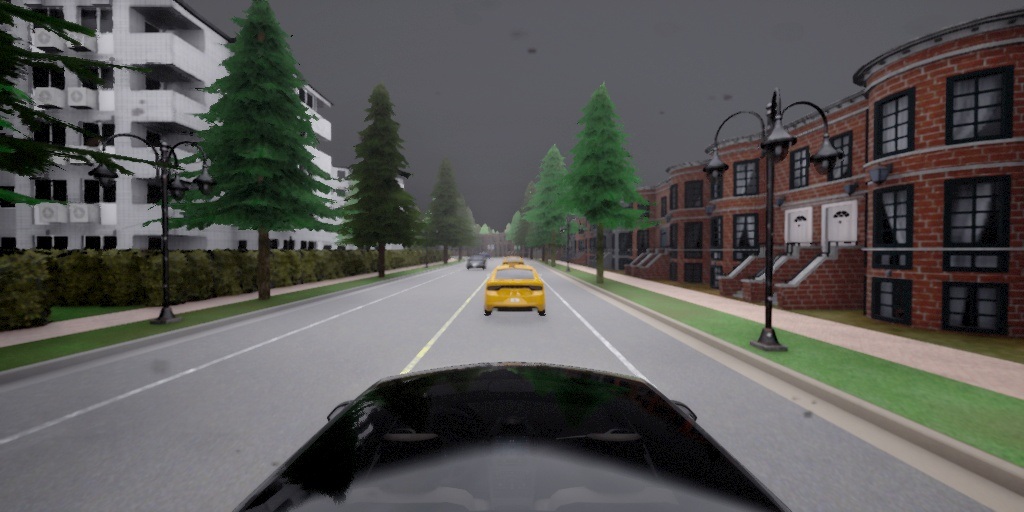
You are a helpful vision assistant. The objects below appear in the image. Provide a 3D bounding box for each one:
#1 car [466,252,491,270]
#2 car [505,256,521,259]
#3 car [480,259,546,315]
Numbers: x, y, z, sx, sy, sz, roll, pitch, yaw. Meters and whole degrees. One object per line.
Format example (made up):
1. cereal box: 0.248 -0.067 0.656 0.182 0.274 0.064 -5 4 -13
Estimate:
1. car: -3.590 0.673 37.163 2.128 1.511 4.902 0 1 0
2. car: 0.099 0.755 31.181 1.882 1.535 5.008 0 1 0
3. car: 0.091 1.051 12.671 1.882 1.535 5.008 0 1 0
